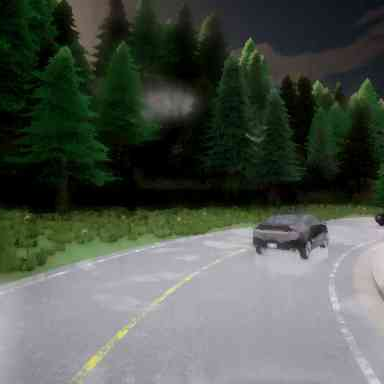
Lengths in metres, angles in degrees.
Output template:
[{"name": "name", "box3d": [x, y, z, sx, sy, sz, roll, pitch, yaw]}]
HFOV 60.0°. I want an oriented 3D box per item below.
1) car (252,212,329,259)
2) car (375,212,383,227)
[{"name": "car", "box3d": [3.945, 1.539, 12.864, 2.128, 1.511, 4.902, 0, 0, 33]}, {"name": "car", "box3d": [14.434, 1.717, 22.696, 4.718, 1.301, 1.895, 0, 0, -38]}]
